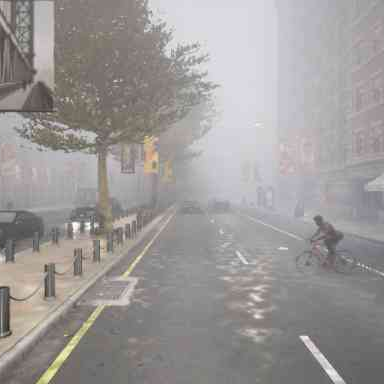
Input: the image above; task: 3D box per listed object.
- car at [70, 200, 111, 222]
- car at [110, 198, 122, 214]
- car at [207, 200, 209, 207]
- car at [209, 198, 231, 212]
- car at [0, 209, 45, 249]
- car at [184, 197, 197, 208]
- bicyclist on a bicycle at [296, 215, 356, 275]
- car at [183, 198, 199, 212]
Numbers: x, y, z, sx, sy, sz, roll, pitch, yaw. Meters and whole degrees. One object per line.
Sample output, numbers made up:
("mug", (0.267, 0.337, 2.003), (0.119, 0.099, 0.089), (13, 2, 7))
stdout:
("car", (-8.152, 1.564, 26.486), (1.994, 1.385, 4.181), (0, 0, 0))
("car", (-8.234, 1.352, 32.062), (2.097, 1.767, 4.553), (0, 0, 0))
("car", (3.259, 1.564, 47.363), (1.994, 1.385, 4.181), (0, 0, 0))
("car", (3.315, 1.478, 38.376), (1.882, 1.535, 5.008), (0, 0, 0))
("car", (-8.170, 1.526, 14.706), (1.812, 1.442, 4.674), (0, 0, 0))
("car", (-0.188, 1.526, 48.070), (1.812, 1.442, 4.674), (0, 0, 1))
("bicyclist on a bicycle", (3.602, 1.454, 9.001), (1.656, 1.620, 0.582), (-2, 0, 0))
("car", (-0.121, 1.601, 38.966), (1.895, 1.301, 4.718), (0, 0, 0))
